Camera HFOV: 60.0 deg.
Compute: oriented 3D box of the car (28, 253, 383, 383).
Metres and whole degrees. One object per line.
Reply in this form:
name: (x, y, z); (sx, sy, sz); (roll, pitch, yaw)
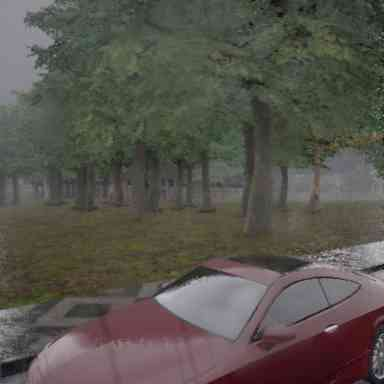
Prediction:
car: (0.663, 1.525, 3.850); (4.674, 1.442, 1.812); (0, 0, -36)
